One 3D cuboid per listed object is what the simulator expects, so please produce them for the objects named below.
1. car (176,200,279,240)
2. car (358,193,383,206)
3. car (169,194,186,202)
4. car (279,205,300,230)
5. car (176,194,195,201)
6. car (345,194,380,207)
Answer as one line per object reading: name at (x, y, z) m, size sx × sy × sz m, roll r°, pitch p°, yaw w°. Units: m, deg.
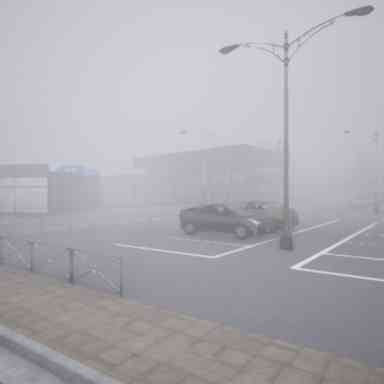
car at (1.506, 1.338, 15.941) m, size 4.514 × 1.523 × 2.007 m, roll 0°, pitch 0°, yaw 36°
car at (25.887, 1.075, 48.558) m, size 3.866 × 1.878 × 1.905 m, roll 0°, pitch 0°, yaw 36°
car at (-3.299, 1.305, 75.855) m, size 1.905 × 1.878 × 3.866 m, roll 0°, pitch 0°, yaw 36°
car at (3.310, 1.329, 18.507) m, size 5.027 × 1.636 × 2.152 m, roll 0°, pitch 0°, yaw 36°
car at (-1.276, 1.473, 69.016) m, size 2.242 × 1.667 × 4.611 m, roll 0°, pitch 0°, yaw 36°
car at (23.436, 1.359, 46.230) m, size 3.806 × 1.475 × 1.970 m, roll 0°, pitch 0°, yaw 36°
